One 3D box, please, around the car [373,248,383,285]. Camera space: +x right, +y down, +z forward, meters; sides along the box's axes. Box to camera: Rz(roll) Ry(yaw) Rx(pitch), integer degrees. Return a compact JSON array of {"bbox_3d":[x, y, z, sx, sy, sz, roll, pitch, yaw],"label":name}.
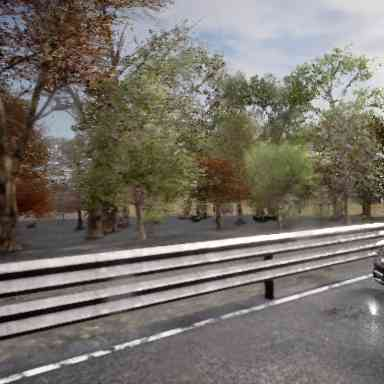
[{"bbox_3d":[6.375,1.508,8.229,4.902,1.511,2.128,0,0,-35],"label":"car"}]
